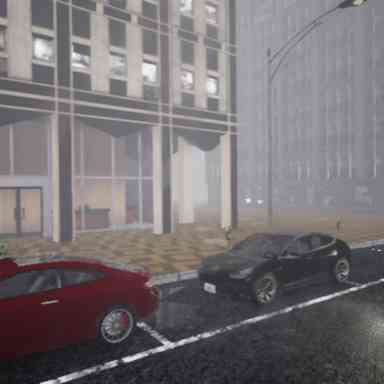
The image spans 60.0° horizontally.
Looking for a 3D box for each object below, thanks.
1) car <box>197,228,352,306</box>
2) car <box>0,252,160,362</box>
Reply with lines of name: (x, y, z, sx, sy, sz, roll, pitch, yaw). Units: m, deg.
car: (2.141, 1.594, 8.057, 4.313, 1.339, 1.947, 0, -1, -35)
car: (-2.479, 1.585, 4.765, 4.206, 1.307, 1.802, 0, -1, -35)
